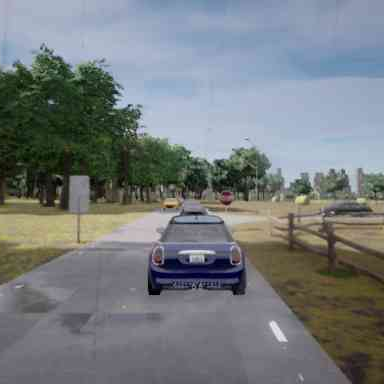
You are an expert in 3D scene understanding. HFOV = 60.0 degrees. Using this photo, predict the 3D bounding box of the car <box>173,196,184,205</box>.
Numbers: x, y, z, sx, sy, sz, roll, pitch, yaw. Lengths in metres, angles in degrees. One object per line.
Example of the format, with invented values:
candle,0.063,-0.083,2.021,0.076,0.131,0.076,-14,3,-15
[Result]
car,-2.688,1.687,68.273,2.097,1.767,4.553,0,-1,0

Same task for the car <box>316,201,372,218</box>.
car,14.215,1.637,31.259,4.892,1.490,1.837,0,-2,0

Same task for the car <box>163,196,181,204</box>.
car,-2.803,1.621,44.956,1.882,1.535,5.008,0,0,0

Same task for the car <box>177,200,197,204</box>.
car,0.122,1.552,23.206,1.837,1.490,4.892,0,0,0

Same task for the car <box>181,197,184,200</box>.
car,-2.786,1.788,55.714,1.994,1.385,4.181,0,0,0

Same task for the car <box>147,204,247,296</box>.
car,0.105,1.365,8.839,2.097,1.767,4.553,0,0,0
